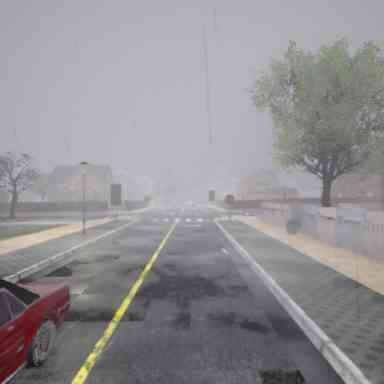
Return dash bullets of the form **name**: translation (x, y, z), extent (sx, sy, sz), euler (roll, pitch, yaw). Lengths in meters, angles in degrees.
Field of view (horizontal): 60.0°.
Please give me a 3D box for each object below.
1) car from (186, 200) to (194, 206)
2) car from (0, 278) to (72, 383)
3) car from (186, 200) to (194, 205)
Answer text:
- **car**: translation (-0.487, 2.722, 79.699), extent (1.812, 1.442, 4.674), euler (0, -1, -1)
- **car**: translation (-2.846, 1.632, 3.060), extent (1.895, 1.301, 4.718), euler (0, -1, 0)
- **car**: translation (-0.661, 2.842, 90.974), extent (1.994, 1.385, 4.181), euler (0, -1, -2)
